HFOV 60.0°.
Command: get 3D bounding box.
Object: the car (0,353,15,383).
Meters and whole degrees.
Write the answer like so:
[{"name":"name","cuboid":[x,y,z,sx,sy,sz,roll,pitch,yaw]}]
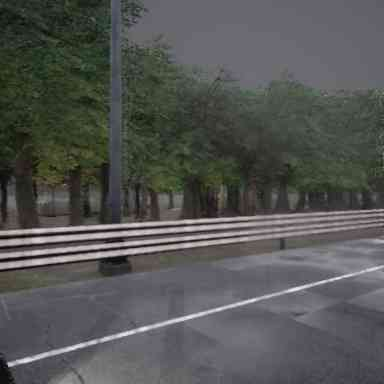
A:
[{"name":"car","cuboid":[-3.055,1.562,1.559,4.181,1.385,1.994,0,0,-36]}]
